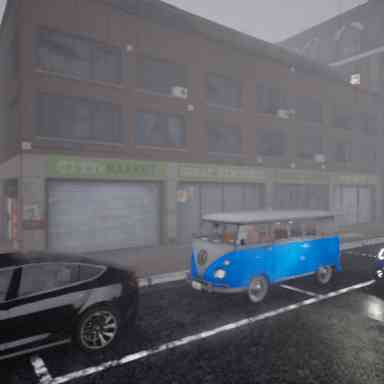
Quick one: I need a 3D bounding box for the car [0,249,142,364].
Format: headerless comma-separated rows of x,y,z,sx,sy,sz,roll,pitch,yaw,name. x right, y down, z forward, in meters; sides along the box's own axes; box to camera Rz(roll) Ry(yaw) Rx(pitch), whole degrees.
-2.794,1.566,4.567,4.313,1.339,1.947,0,0,-36,car

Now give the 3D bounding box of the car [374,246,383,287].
6.299,1.346,7.873,4.553,1.767,2.097,0,0,-36,car

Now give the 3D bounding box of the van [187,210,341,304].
1.804,1.338,7.847,3.998,1.788,1.690,0,0,-36,van
